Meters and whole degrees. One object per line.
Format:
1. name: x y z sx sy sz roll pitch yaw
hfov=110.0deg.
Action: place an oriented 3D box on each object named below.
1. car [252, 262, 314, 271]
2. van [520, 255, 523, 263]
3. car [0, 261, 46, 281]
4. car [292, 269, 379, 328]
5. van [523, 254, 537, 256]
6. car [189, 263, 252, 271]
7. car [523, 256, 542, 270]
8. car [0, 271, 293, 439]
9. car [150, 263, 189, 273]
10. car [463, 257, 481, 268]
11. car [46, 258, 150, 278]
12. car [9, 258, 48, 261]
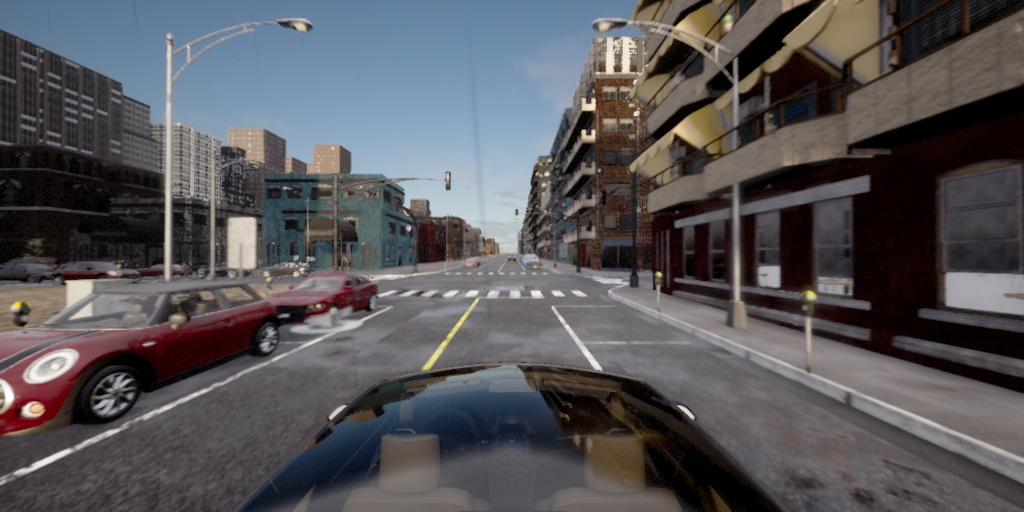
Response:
1. car: -19.703 1.214 31.473 4.403 1.370 2.007 0 0 1
2. van: 2.713 0.602 60.418 1.690 1.789 3.998 0 0 0
3. car: -34.759 1.241 25.779 5.357 1.411 2.033 0 0 1
4. car: -5.653 1.223 11.160 1.888 1.381 4.507 0 0 0
5. van: 2.709 0.700 49.256 1.690 1.789 3.998 0 0 0
6. car: -25.185 1.255 31.551 4.313 1.339 1.948 0 0 1
7. car: 2.707 0.958 43.677 2.007 1.370 4.403 0 0 0
8. car: -5.655 1.161 5.515 1.967 1.591 4.097 0 0 0
9. car: -30.664 1.296 31.627 4.207 1.307 1.802 0 0 1
10. car: -5.672 0.942 49.224 1.802 1.307 4.207 0 0 0
11. car: -26.365 1.076 22.927 4.097 1.591 1.967 0 0 1
12. car: -42.898 1.086 31.755 5.009 1.841 2.192 0 0 1
